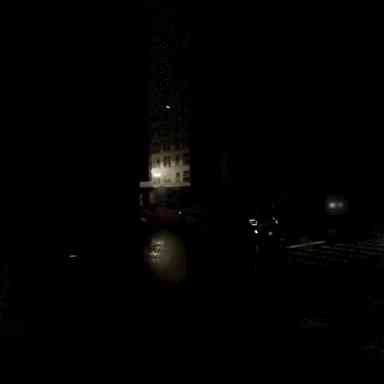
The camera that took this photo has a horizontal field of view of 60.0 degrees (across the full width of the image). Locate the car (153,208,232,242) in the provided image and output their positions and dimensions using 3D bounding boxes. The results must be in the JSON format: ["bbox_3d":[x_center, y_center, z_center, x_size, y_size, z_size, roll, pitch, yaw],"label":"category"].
[{"bbox_3d":[-0.120,1.776,17.671,1.802,1.307,4.206,-1,0,-36],"label":"car"}]

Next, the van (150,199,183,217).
[{"bbox_3d":[-2.781,1.685,36.064,1.690,1.788,3.998,-1,0,-36],"label":"van"}]

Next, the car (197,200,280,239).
[{"bbox_3d":[2.610,1.515,18.412,2.097,1.767,4.553,-1,0,-35],"label":"car"}]

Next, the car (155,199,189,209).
[{"bbox_3d":[-2.561,1.627,25.687,2.097,1.767,4.553,-1,0,-36],"label":"car"}]

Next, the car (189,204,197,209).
[{"bbox_3d":[0.322,1.800,31.723,1.752,1.417,4.829,-1,0,-36],"label":"car"}]

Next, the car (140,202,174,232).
[{"bbox_3d":[-3.321,1.703,22.151,1.967,1.590,4.097,-1,0,-36],"label":"car"}]
